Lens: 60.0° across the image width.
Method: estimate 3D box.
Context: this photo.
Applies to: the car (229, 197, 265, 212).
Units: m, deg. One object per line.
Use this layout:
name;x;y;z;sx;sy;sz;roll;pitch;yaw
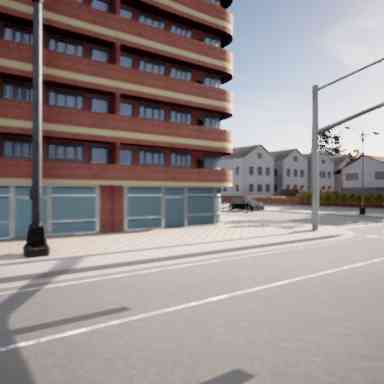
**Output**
car;6.467;1.418;39.470;2.097;1.767;4.553;0;0;-35
